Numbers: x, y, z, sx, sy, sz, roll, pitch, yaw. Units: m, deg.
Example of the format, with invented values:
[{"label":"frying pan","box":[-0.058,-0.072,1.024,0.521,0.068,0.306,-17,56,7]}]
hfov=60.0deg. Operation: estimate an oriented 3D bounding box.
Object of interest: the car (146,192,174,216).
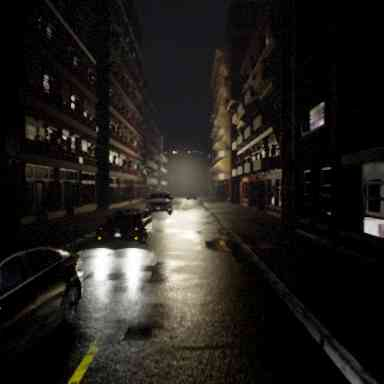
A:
[{"label":"car","box":[-2.842,0.996,29.951,2.150,2.045,5.566,0,0,-2]}]

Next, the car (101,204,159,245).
[{"label":"car","box":[-2.840,1.445,14.788,1.994,1.385,4.181,0,0,1]}]

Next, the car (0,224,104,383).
[{"label":"car","box":[-2.864,1.458,4.058,2.128,1.511,4.902,0,0,1]}]

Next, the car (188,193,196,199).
[{"label":"car","box":[-0.012,0.942,80.017,1.812,1.442,4.674,0,0,0]}]

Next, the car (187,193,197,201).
[{"label":"car","box":[-0.010,1.069,69.994,1.994,1.385,4.181,0,0,0]}]
